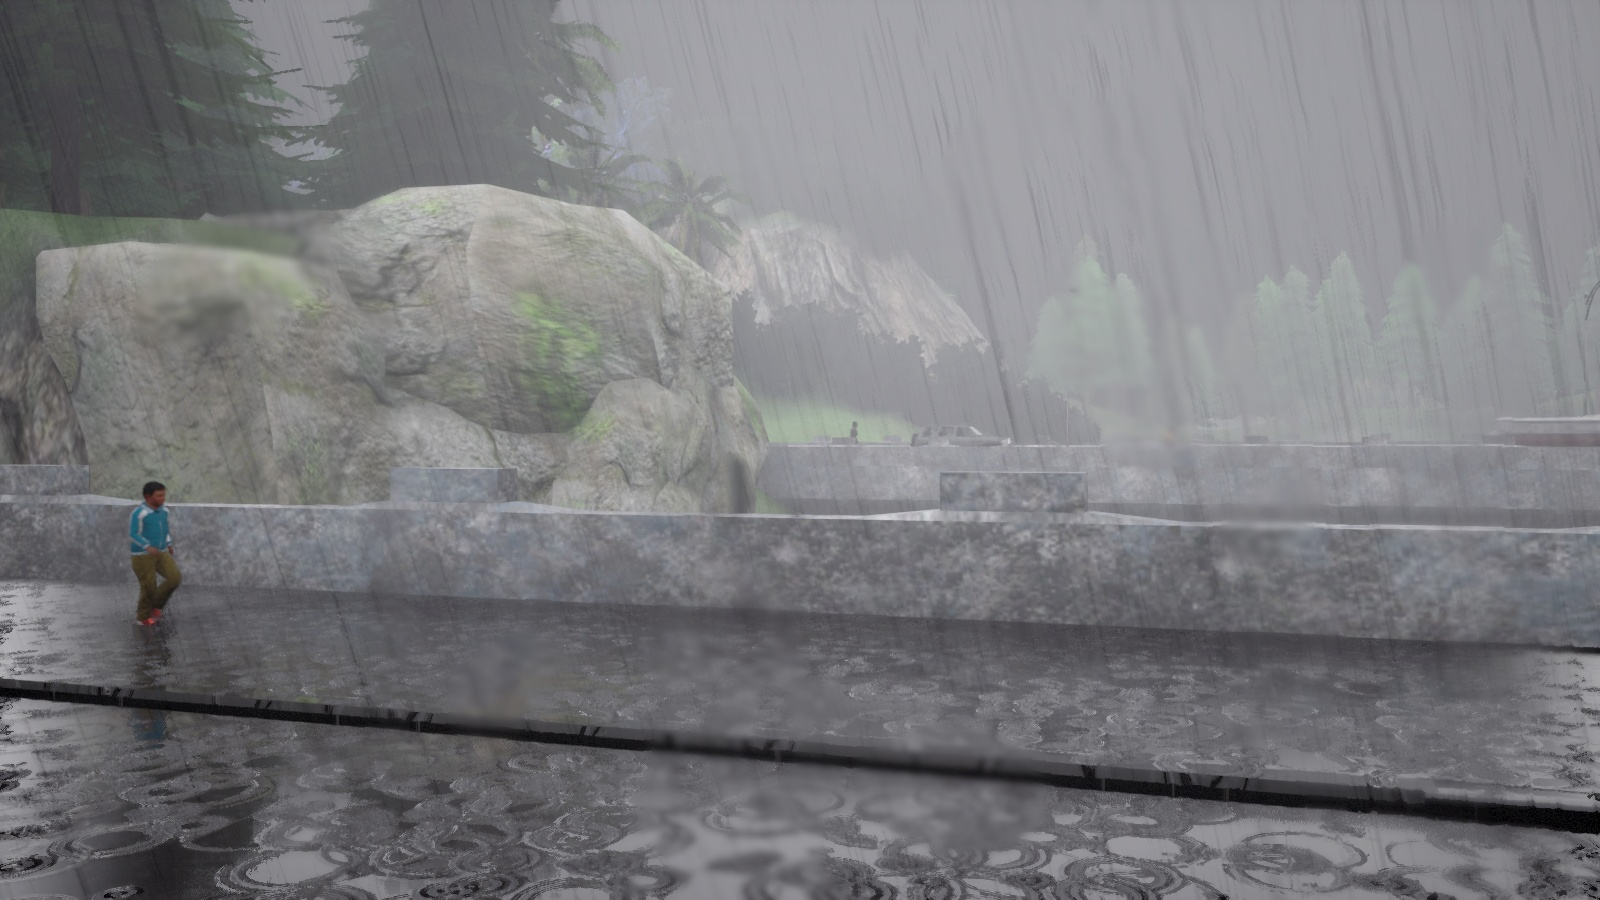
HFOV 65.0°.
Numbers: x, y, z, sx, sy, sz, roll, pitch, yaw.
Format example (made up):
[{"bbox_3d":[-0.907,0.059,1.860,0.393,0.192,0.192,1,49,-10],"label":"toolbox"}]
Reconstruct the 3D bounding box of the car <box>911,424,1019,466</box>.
[{"bbox_3d":[7.567,-0.251,57.614,4.605,1.855,1.932,0,1,19],"label":"car"}]

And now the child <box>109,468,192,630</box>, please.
[{"bbox_3d":[-4.958,0.744,9.587,0.448,1.192,0.343,1,1,20],"label":"child"}]

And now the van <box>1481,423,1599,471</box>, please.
[{"bbox_3d":[31.789,-0.161,53.708,4.442,1.987,1.775,1,1,19],"label":"van"}]
